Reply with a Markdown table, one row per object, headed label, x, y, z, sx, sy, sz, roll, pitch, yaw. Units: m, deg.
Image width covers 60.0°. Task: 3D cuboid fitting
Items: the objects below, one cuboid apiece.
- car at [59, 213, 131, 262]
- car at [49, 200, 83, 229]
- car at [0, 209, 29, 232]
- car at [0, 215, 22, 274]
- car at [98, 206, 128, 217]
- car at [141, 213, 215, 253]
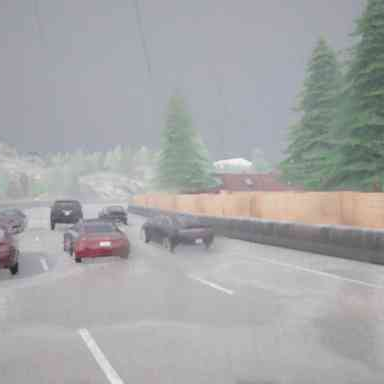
| label | x | y | z | sx | sy | sz | roll | pitch | yaw |
| --- | --- | --- | --- | --- | --- | --- | --- | --- | --- |
| car | -3.836 | 1.747 | 13.051 | 1.994 | 1.385 | 4.181 | 0 | -1 | -27 |
| car | -9.284 | 1.567 | 24.665 | 2.150 | 2.045 | 5.566 | 0 | -1 | -22 |
| car | -12.083 | 1.856 | 22.233 | 2.033 | 1.411 | 5.357 | 0 | -1 | -22 |
| car | -6.475 | 1.673 | 10.510 | 1.812 | 1.442 | 4.674 | 0 | -1 | -27 |
| car | -6.477 | 1.885 | 27.099 | 1.837 | 1.490 | 4.892 | 0 | -1 | -22 |
| car | -0.810 | 1.701 | 14.813 | 2.128 | 1.511 | 4.902 | 0 | -1 | -27 |
